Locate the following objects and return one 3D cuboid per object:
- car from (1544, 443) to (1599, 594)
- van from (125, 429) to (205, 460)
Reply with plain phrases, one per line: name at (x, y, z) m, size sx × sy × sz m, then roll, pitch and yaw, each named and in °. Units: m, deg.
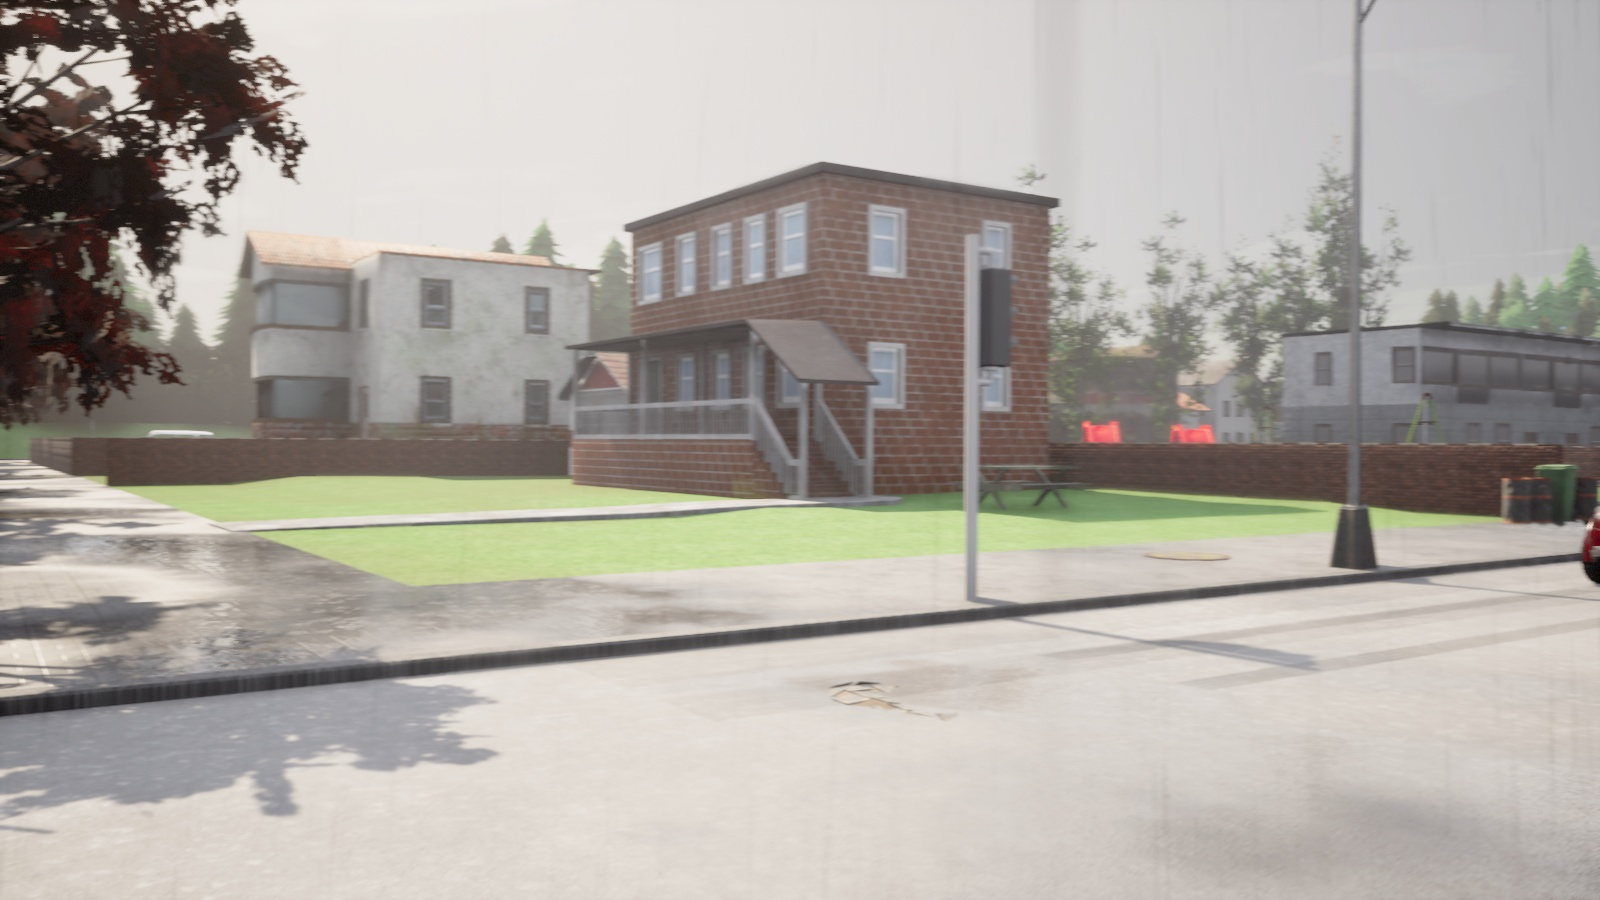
car at (9.941, 0.713, 13.646) m, size 3.705 × 1.549 × 1.789 m, roll 0°, pitch 0°, yaw -34°
van at (-41.995, -0.349, 83.108) m, size 4.480 × 2.038 × 2.069 m, roll 0°, pitch 0°, yaw -34°
